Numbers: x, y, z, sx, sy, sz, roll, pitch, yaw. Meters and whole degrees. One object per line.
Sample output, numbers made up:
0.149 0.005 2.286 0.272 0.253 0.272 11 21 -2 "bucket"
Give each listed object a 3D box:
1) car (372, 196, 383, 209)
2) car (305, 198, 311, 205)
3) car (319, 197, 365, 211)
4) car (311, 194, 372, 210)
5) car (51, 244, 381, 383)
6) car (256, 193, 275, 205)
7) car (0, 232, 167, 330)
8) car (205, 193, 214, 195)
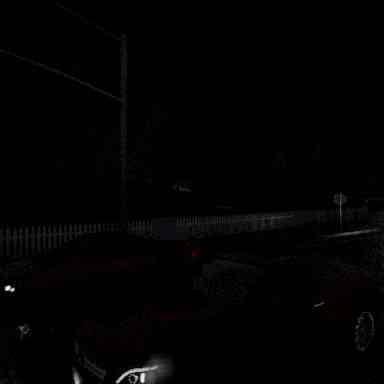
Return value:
24.322 1.347 41.426 2.097 1.767 4.553 0 0 -37 "car"
18.797 1.447 48.711 1.882 1.535 5.008 0 1 -37 "car"
19.106 1.483 42.510 2.128 1.511 4.902 0 0 -37 "car"
17.383 1.218 38.987 2.150 2.045 5.566 0 0 -37 "car"
0.800 1.526 4.541 4.674 1.442 1.812 0 0 -36 "car"
11.078 1.116 47.306 2.150 2.045 5.566 0 1 -37 "car"
-1.882 1.564 6.945 4.181 1.385 1.994 0 0 -35 "car"
2.898 0.614 58.191 1.837 1.490 4.892 0 6 -37 "car"
